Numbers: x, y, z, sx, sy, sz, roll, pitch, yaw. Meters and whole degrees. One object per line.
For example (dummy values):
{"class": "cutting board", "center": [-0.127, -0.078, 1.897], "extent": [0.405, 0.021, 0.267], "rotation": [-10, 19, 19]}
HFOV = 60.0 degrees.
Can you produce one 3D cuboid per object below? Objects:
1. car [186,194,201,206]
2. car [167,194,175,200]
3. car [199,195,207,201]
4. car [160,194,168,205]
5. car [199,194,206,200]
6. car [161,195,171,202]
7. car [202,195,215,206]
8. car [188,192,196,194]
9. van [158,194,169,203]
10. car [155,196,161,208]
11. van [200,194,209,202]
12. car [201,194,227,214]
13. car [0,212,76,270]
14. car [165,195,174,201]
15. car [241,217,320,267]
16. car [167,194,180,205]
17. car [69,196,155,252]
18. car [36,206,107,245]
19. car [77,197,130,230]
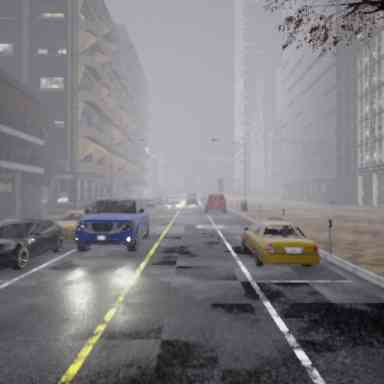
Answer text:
{"class": "car", "center": [0.010, 1.419, 52.063], "extent": [2.128, 1.511, 4.902], "rotation": [0, 0, 0]}
{"class": "car", "center": [-5.662, 1.409, 88.798], "extent": [1.752, 1.417, 4.829], "rotation": [1, 0, 0]}
{"class": "car", "center": [2.717, 1.472, 83.395], "extent": [1.802, 1.307, 4.206], "rotation": [1, 0, 0]}
{"class": "car", "center": [-5.668, 1.489, 55.550], "extent": [1.947, 1.339, 4.313], "rotation": [1, 0, 0]}
{"class": "car", "center": [2.718, 1.409, 89.135], "extent": [1.752, 1.417, 4.829], "rotation": [1, 0, 0]}
{"class": "car", "center": [-5.665, 1.429, 72.089], "extent": [1.752, 1.417, 4.829], "rotation": [1, 0, 0]}
{"class": "car", "center": [2.714, 1.363, 55.548], "extent": [1.967, 1.590, 4.097], "rotation": [1, 0, 0]}
{"class": "car", "center": [0.014, 1.065, 70.684], "extent": [2.150, 2.045, 5.566], "rotation": [0, 0, 0]}
{"class": "van", "center": [-5.663, 1.251, 66.690], "extent": [1.690, 1.788, 3.998], "rotation": [1, 0, 0]}
{"class": "car", "center": [-5.671, 1.482, 44.411], "extent": [1.887, 1.381, 4.507], "rotation": [1, 0, 0]}
{"class": "van", "center": [2.718, 1.244, 72.257], "extent": [1.690, 1.788, 3.998], "rotation": [1, 0, 0]}
{"class": "car", "center": [2.400, 1.178, 34.983], "extent": [2.150, 2.045, 5.566], "rotation": [0, 0, 0]}
{"class": "car", "center": [-5.677, 1.549, 10.993], "extent": [1.947, 1.339, 4.313], "rotation": [1, 0, 0]}
{"class": "car", "center": [-5.663, 1.441, 83.398], "extent": [2.008, 1.369, 4.403], "rotation": [1, 0, 0]}
{"class": "car", "center": [2.704, 1.508, 11.161], "extent": [1.752, 1.417, 4.829], "rotation": [1, 0, 0]}
{"class": "car", "center": [-3.034, 1.448, 56.218], "extent": [1.812, 1.442, 4.674], "rotation": [0, 0, 1]}
{"class": "car", "center": [-3.098, 1.200, 14.138], "extent": [2.150, 2.045, 5.566], "rotation": [0, 0, 0]}
{"class": "car", "center": [-5.675, 1.500, 16.392], "extent": [1.752, 1.417, 4.829], "rotation": [1, 0, 0]}
{"class": "car", "center": [-5.671, 1.282, 22.133], "extent": [2.192, 1.841, 5.009], "rotation": [1, 0, 0]}
